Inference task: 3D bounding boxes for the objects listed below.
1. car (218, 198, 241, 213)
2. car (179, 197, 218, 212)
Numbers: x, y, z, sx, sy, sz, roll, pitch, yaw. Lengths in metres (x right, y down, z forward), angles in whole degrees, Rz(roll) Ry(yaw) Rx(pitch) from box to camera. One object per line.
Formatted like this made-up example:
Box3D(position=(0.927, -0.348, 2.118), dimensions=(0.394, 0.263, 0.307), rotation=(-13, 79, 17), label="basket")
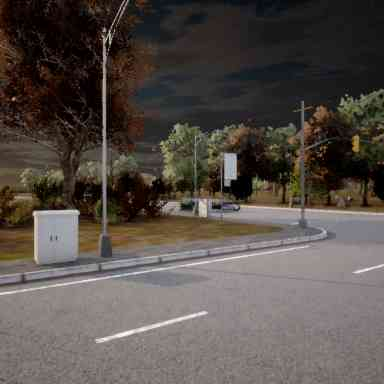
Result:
Box3D(position=(3.511, 1.484, 38.001), dimensions=(2.128, 1.511, 4.902), rotation=(0, 0, -33), label="car")
Box3D(position=(0.407, 1.345, 36.355), dimensions=(2.097, 1.767, 4.553), rotation=(0, 0, -33), label="car")
